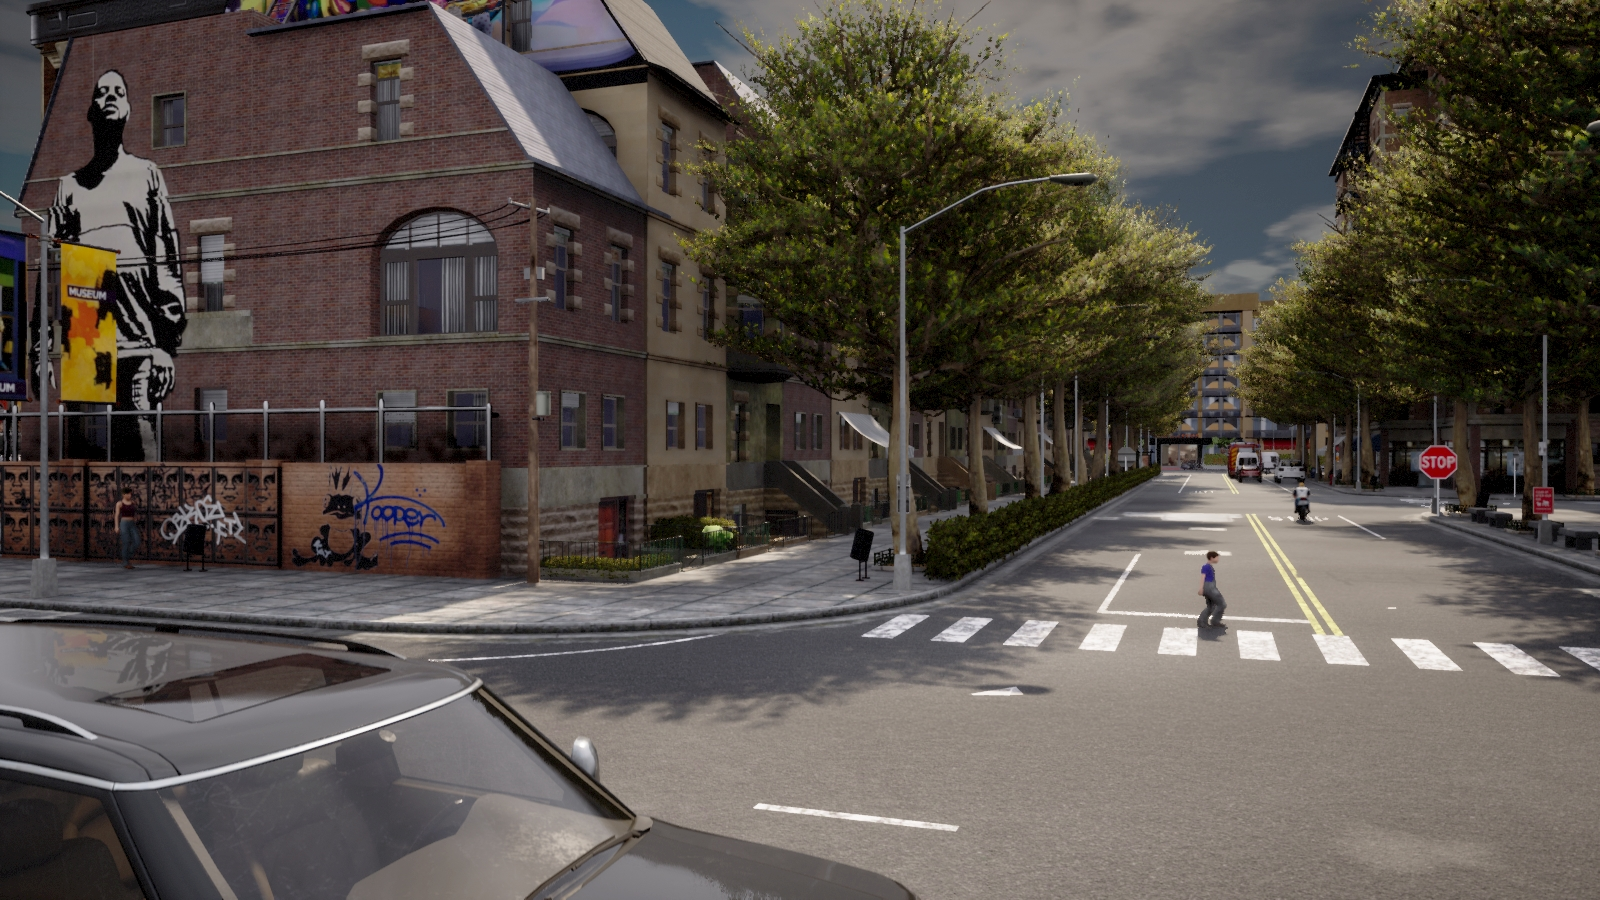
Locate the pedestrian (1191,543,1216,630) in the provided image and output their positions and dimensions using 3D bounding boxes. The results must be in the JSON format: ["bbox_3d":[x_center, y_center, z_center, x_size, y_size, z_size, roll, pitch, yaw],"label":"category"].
[{"bbox_3d":[6.328,2.129,17.917,0.375,1.300,0.375,0,0,20],"label":"pedestrian"}]

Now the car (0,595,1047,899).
[{"bbox_3d":[-2.100,1.780,4.031,5.566,2.045,2.150,0,0,20],"label":"car"}]

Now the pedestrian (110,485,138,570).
[{"bbox_3d":[-15.018,1.705,25.378,0.375,1.860,0.375,0,0,22],"label":"pedestrian"}]
